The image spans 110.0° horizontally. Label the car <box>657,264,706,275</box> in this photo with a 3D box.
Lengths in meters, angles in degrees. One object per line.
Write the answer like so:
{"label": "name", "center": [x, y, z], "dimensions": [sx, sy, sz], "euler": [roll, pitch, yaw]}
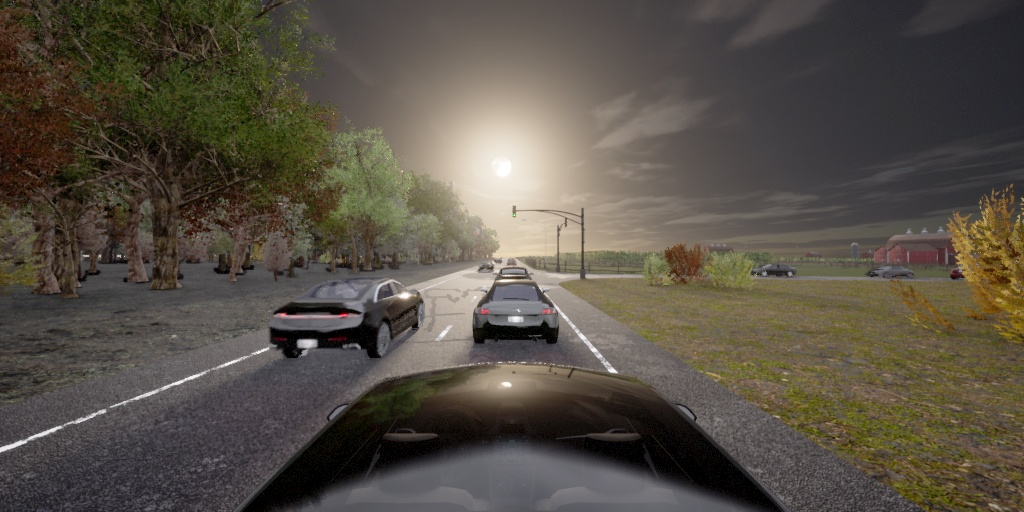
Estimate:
{"label": "car", "center": [19.377, 1.566, 41.001], "dimensions": [5.357, 1.411, 2.033], "euler": [1, -1, 0]}

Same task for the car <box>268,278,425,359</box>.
{"label": "car", "center": [-3.411, 1.243, 8.390], "dimensions": [2.128, 1.511, 4.902], "euler": [0, 0, 0]}

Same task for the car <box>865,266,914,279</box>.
{"label": "car", "center": [43.022, 1.840, 40.922], "dimensions": [4.181, 1.385, 1.994], "euler": [0, -1, 0]}

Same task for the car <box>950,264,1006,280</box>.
{"label": "car", "center": [48.837, 1.632, 37.332], "dimensions": [4.553, 1.767, 2.097], "euler": [1, -1, 0]}

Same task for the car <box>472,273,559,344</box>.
{"label": "car", "center": [0.083, 1.316, 9.625], "dimensions": [1.994, 1.385, 4.181], "euler": [0, 0, 0]}

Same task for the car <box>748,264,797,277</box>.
{"label": "car", "center": [29.673, 1.636, 40.978], "dimensions": [4.892, 1.490, 1.837], "euler": [1, -1, 0]}

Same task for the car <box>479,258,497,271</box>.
{"label": "car", "center": [-3.493, 1.357, 50.237], "dimensions": [1.895, 1.301, 4.718], "euler": [0, 0, 0]}

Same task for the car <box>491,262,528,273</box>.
{"label": "car", "center": [0.074, 1.259, 18.546], "dimensions": [1.837, 1.490, 4.892], "euler": [0, 0, 0]}
